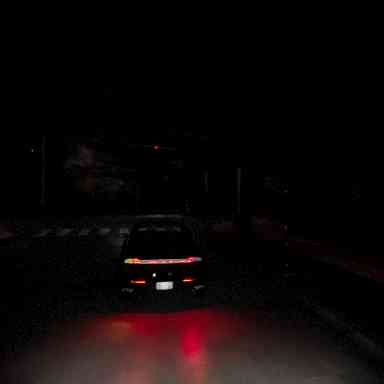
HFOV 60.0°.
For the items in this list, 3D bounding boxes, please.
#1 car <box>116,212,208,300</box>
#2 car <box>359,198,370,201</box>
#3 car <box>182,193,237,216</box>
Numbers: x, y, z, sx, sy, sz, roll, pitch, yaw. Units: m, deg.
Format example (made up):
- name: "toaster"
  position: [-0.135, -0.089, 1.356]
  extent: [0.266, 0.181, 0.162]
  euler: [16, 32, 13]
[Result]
- name: "car"
  position: [-0.841, 1.492, 8.461]
  extent: [2.128, 1.511, 4.902]
  euler: [0, 0, -8]
- name: "car"
  position: [17.380, 1.368, 33.285]
  extent: [4.674, 1.442, 1.812]
  euler: [0, 0, -13]
- name: "car"
  position: [1.899, 1.066, 29.890]
  extent: [5.566, 2.045, 2.150]
  euler: [0, 0, -12]
